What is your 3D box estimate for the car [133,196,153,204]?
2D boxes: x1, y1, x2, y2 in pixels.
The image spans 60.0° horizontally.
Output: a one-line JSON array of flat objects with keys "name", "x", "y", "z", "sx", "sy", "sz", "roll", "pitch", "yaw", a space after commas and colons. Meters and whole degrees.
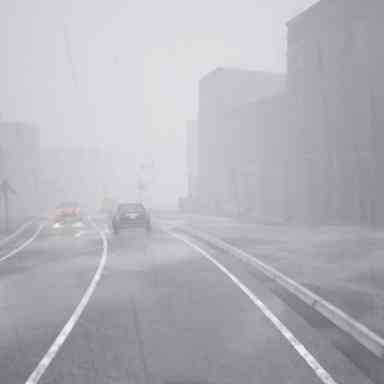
[{"name": "car", "x": -10.192, "y": 1.709, "z": 69.333, "sx": 1.882, "sy": 1.535, "sz": 5.008, "roll": 1, "pitch": 0, "yaw": 21}]

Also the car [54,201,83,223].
[{"name": "car", "x": -10.446, "y": 1.566, "z": 28.315, "sx": 2.097, "sy": 1.767, "sz": 4.553, "roll": -2, "pitch": 0, "yaw": -18}]

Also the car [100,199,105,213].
[{"name": "car", "x": -9.739, "y": 1.532, "z": 39.707, "sx": 2.097, "sy": 1.767, "sz": 4.553, "roll": -1, "pitch": 0, "yaw": -12}]

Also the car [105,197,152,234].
[{"name": "car", "x": -3.882, "y": 1.386, "z": 20.115, "sx": 2.097, "sy": 1.767, "sz": 4.553, "roll": -2, "pitch": 0, "yaw": -18}]
